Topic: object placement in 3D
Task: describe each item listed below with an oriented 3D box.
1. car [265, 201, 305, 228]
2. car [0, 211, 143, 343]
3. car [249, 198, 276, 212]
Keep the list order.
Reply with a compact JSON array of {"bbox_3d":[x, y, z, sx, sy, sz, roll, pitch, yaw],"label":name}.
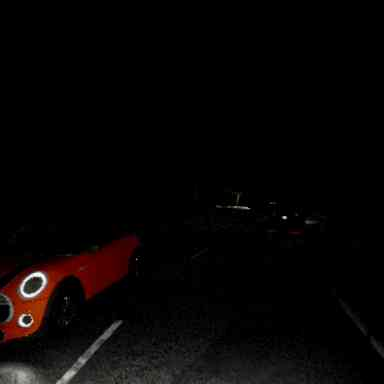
[{"bbox_3d":[6.307,1.508,21.864,1.994,1.385,4.181,0,0,21],"label":"car"},{"bbox_3d":[-2.645,1.308,6.730,2.097,1.767,4.553,0,0,12],"label":"car"},{"bbox_3d":[8.432,1.448,39.048,2.128,1.511,4.902,1,0,-19],"label":"car"}]
